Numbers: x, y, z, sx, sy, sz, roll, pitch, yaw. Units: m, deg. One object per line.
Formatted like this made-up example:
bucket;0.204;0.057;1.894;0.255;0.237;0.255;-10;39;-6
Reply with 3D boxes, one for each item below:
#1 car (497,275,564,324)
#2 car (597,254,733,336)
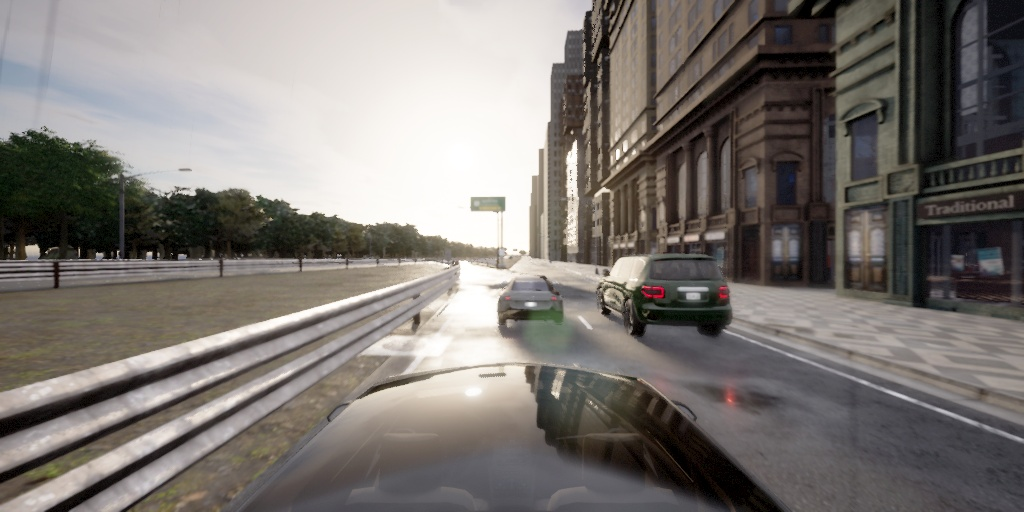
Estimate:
car;0.585;1.320;11.983;1.994;1.385;4.181;0;0;2
car;4.036;0.973;10.498;2.150;2.045;5.566;0;0;2
